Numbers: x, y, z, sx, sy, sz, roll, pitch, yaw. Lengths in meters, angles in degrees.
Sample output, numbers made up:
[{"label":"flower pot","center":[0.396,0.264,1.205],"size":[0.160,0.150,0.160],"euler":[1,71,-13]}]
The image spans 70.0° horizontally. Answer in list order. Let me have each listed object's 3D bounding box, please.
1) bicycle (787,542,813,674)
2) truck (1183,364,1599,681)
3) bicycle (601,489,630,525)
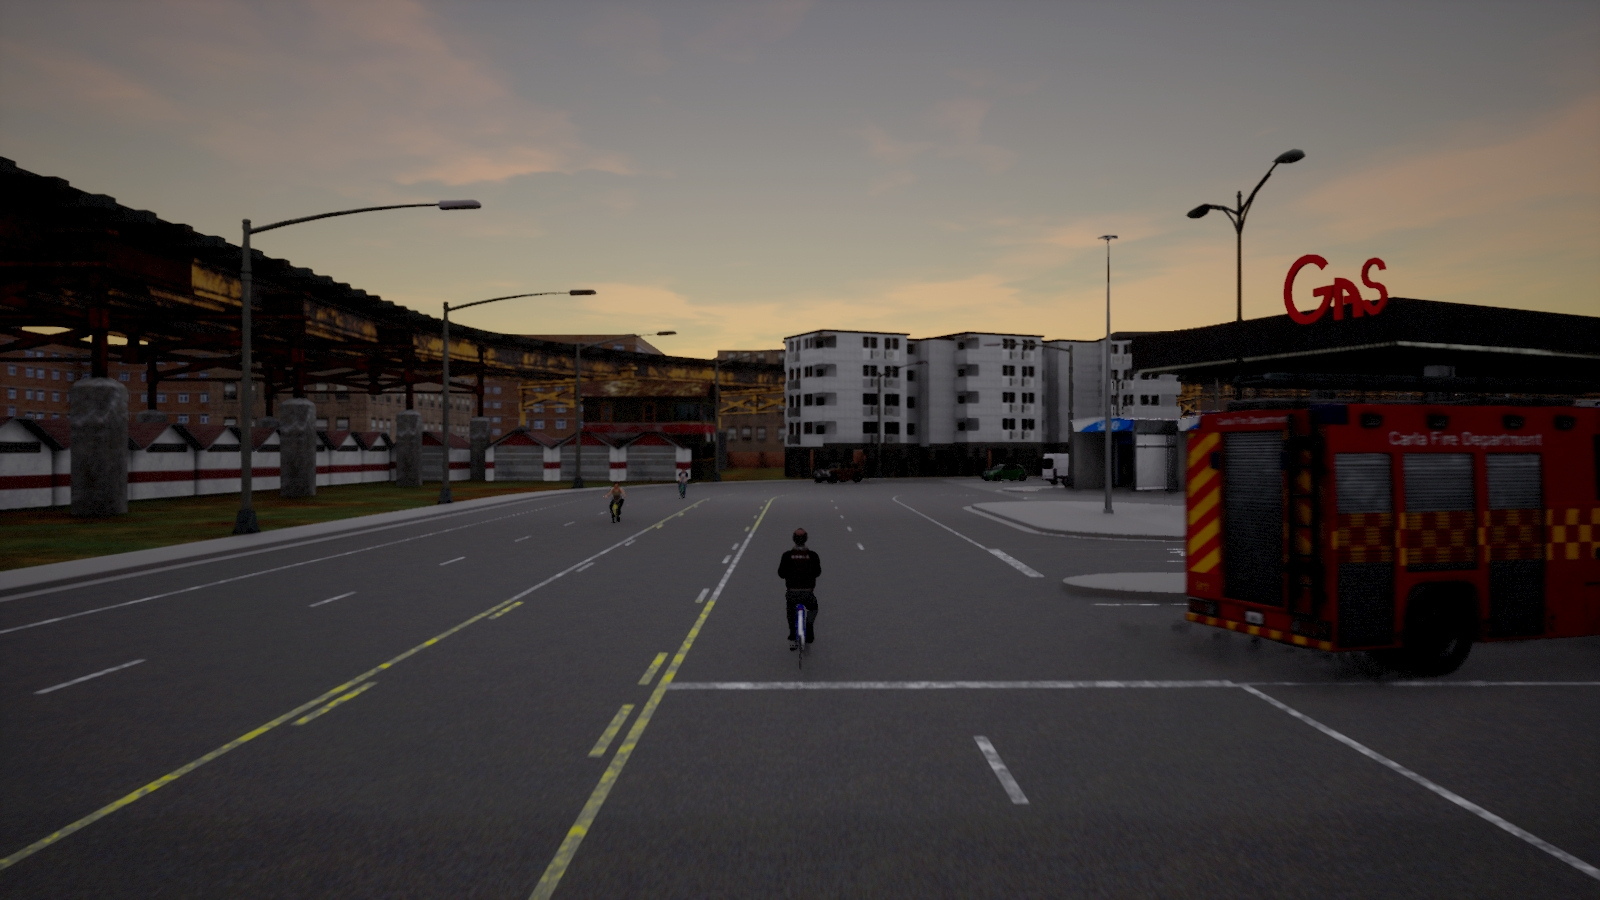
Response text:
[{"label":"bicycle","center":[-0.002,2.048,15.218],"size":[0.329,1.496,1.835],"euler":[0,0,0]},{"label":"truck","center":[10.036,0.890,16.423],"size":[8.468,3.827,2.891],"euler":[0,0,-17]},{"label":"bicycle","center":[-6.998,2.146,43.459],"size":[0.859,1.301,1.487],"euler":[0,0,0]}]
